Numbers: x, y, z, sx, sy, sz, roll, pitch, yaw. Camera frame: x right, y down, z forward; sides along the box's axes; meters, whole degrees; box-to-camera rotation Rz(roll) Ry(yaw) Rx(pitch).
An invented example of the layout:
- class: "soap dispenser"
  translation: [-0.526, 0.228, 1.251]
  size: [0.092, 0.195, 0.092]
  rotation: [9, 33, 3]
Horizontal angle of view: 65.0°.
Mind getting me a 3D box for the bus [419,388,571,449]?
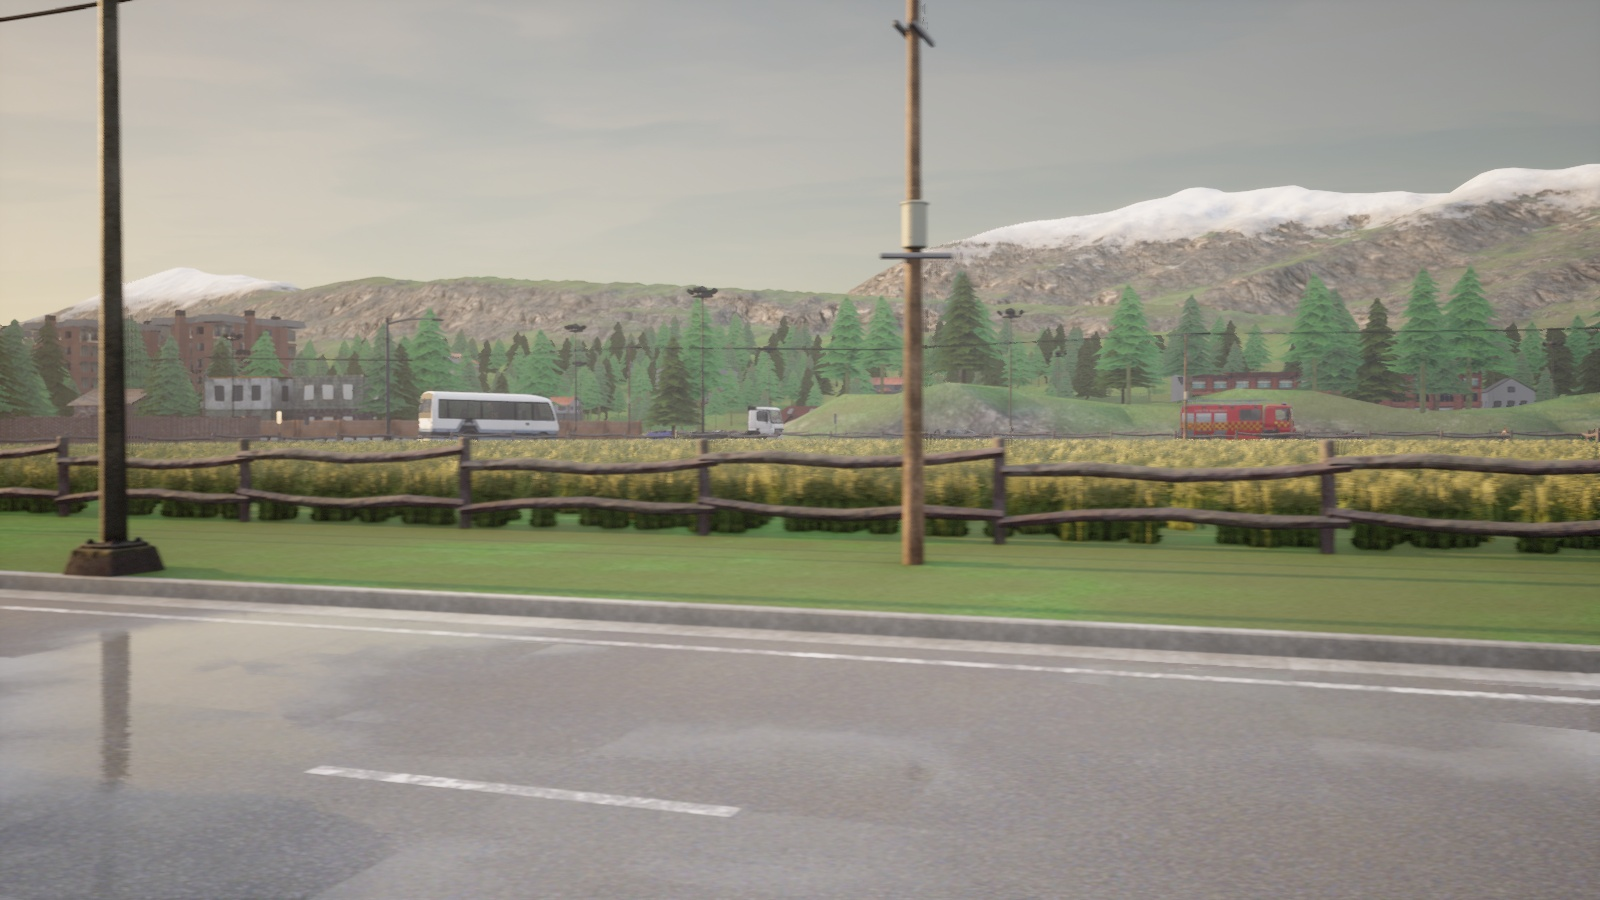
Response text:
- class: "bus"
  translation: [-22.810, -2.294, 94.150]
  size: [10.273, 4.253, 3.944]
  rotation: [1, 1, -34]
